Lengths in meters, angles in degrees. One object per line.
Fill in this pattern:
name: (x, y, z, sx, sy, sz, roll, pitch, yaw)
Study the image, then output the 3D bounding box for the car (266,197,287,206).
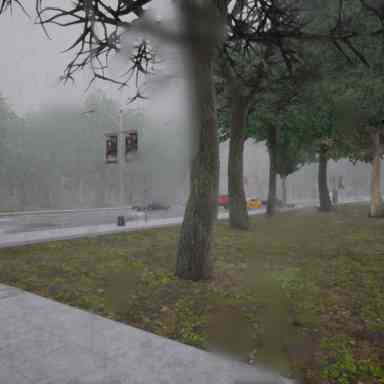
car: (13.625, 1.570, 53.505, 1.882, 1.535, 5.008, 0, 0, 36)

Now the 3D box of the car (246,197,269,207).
car: (10.914, 1.593, 55.302, 1.837, 1.490, 4.892, 0, 0, 36)

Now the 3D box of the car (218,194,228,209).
car: (4.830, 1.290, 46.714, 2.150, 2.045, 5.566, 0, 0, 36)

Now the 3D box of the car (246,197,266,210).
car: (7.827, 1.551, 45.308, 1.882, 1.535, 5.008, 0, 0, 36)

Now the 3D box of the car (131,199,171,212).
car: (-4.716, 1.590, 39.185, 2.033, 1.411, 5.357, 0, 0, 36)

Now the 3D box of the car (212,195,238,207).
car: (5.320, 1.348, 53.064, 2.097, 1.767, 4.553, 0, 0, 36)
